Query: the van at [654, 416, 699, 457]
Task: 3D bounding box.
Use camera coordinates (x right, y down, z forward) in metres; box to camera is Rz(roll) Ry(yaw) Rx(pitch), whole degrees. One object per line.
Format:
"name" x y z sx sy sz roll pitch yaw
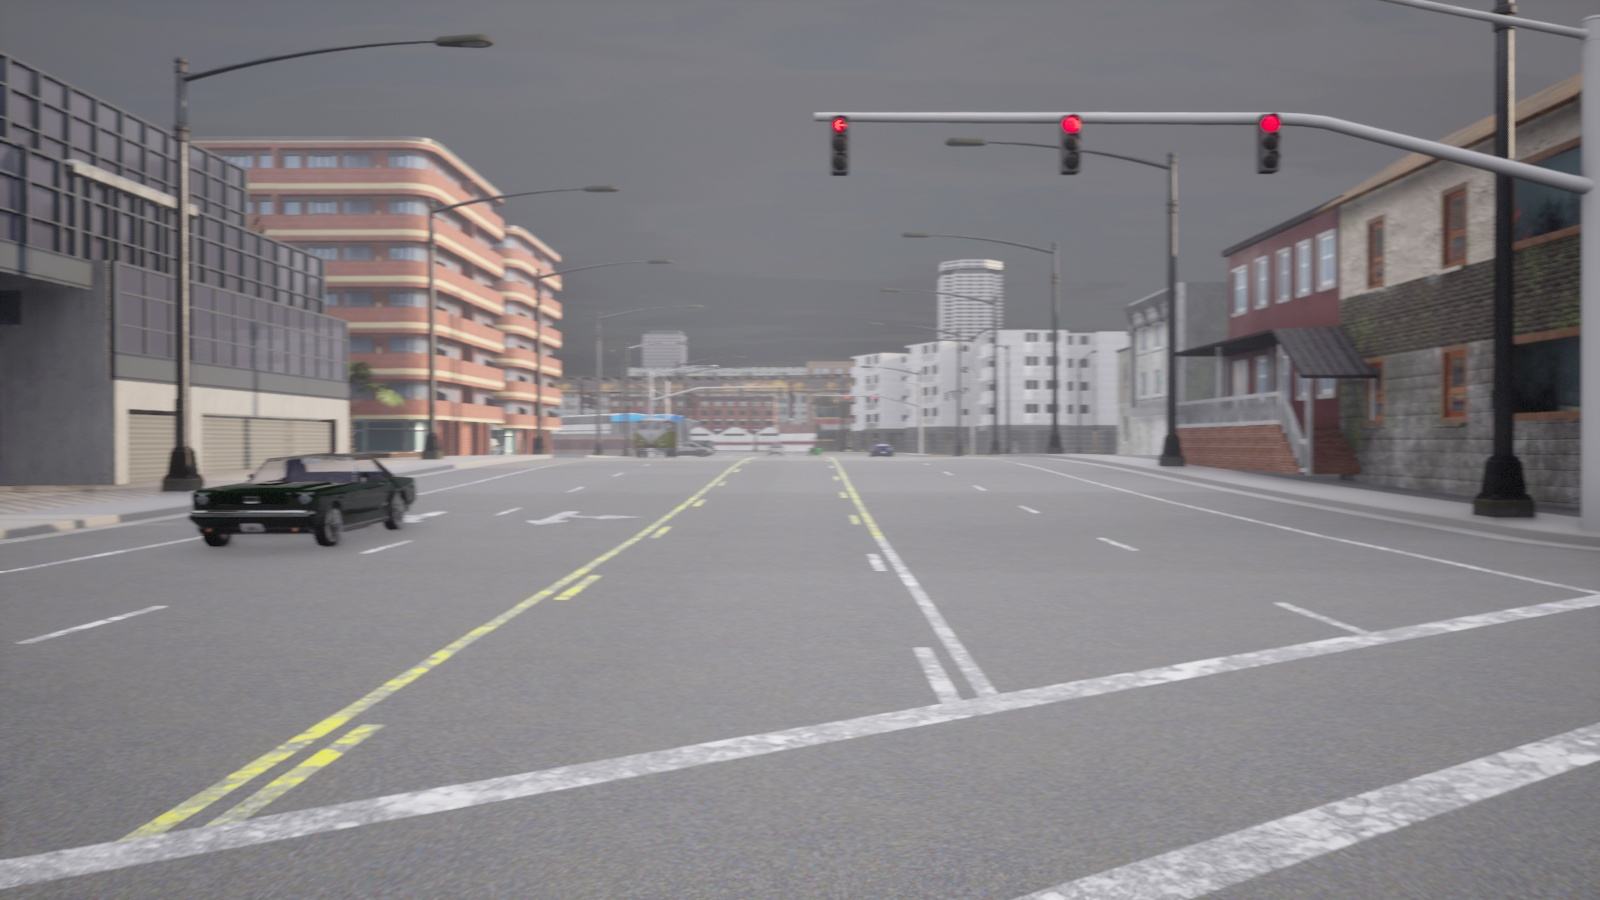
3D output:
"van" -6.283 -0.666 64.346 1.775 1.987 4.442 0 0 1

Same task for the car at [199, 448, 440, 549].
"car" -7.366 0.671 19.838 1.895 1.301 4.718 0 1 1
